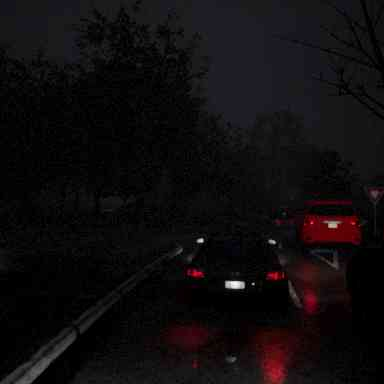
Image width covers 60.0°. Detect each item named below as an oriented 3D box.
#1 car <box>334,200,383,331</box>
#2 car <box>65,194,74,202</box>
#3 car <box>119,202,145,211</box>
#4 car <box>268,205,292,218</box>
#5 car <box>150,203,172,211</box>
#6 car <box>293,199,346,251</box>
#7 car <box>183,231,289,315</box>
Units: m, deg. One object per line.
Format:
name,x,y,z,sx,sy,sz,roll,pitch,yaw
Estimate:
car,3.735,1.225,3.697,2.150,2.045,5.566,0,0,4
car,-32.361,1.878,85.697,1.946,1.575,5.366,0,2,-12
car,-10.699,2.504,59.655,4.553,1.767,2.097,0,-1,-2
car,9.734,2.130,36.912,1.812,1.442,4.674,0,-1,3
car,-4.933,2.592,56.040,4.674,1.442,1.812,-1,-2,25
car,5.724,1.321,14.496,2.150,2.045,5.566,0,-1,15
car,1.013,1.595,7.757,1.994,1.385,4.181,0,0,8
